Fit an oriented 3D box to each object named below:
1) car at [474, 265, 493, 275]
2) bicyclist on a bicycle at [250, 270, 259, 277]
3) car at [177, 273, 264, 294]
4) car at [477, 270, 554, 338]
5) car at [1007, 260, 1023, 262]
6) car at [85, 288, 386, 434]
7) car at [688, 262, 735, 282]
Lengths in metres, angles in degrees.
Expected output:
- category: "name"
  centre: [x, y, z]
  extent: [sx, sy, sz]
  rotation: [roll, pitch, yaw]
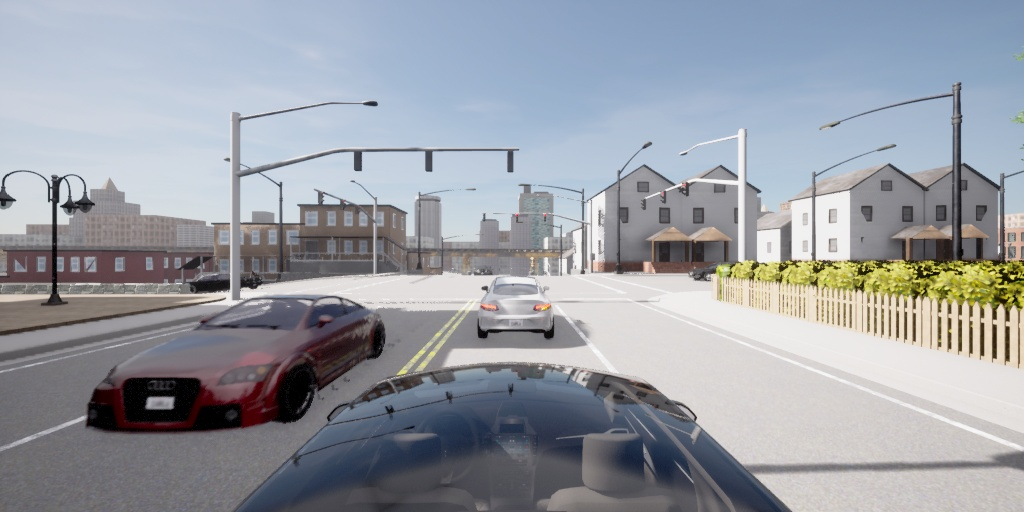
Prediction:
- category: "car"
  centre: [-3.516, 2.162, 45.252]
  extent: [2.150, 2.045, 5.566]
  rotation: [0, -9, 0]
- category: "bicyclist on a bicycle"
  centre: [-25.565, 2.214, 35.591]
  extent: [0.582, 1.620, 1.656]
  rotation: [-8, 0, 0]
- category: "car"
  centre: [-19.974, 1.845, 24.705]
  extent: [4.718, 1.301, 1.895]
  rotation: [-4, 0, -1]
- category: "car"
  centre: [0.102, 1.276, 10.011]
  extent: [1.812, 1.442, 4.674]
  rotation: [0, 0, 0]
- category: "car"
  centre: [41.171, 1.103, 29.071]
  extent: [4.553, 1.767, 2.097]
  rotation: [0, 0, 0]
- category: "car"
  centre: [-3.575, 1.314, 5.646]
  extent: [1.994, 1.385, 4.181]
  rotation: [0, 0, 0]
- category: "car"
  centre: [16.797, 1.255, 28.820]
  extent: [4.892, 1.490, 1.837]
  rotation: [0, 0, -1]
